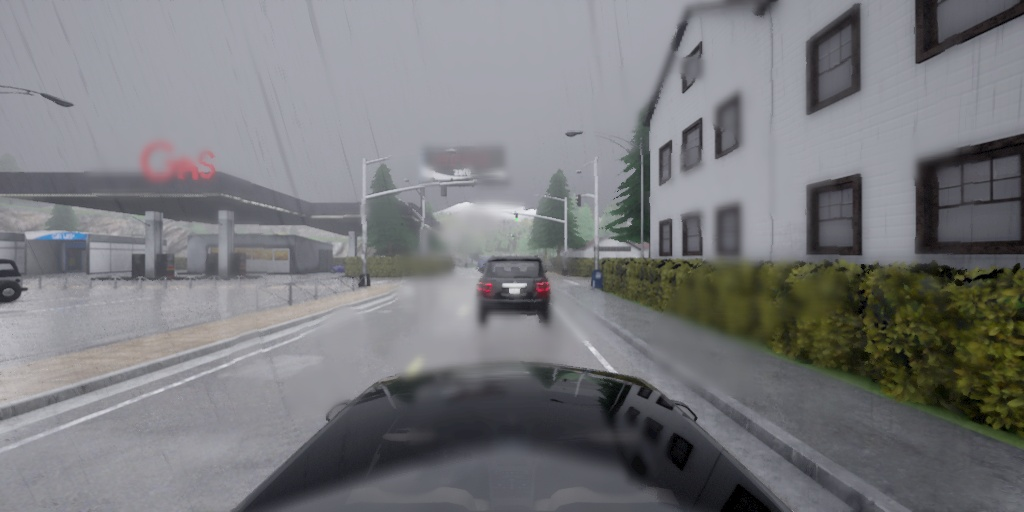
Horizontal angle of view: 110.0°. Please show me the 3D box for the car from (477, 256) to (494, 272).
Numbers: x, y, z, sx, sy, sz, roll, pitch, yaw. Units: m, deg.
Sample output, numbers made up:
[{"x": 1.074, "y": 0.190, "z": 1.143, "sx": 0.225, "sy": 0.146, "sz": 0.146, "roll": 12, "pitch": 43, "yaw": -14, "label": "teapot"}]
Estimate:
[{"x": -3.772, "y": 1.111, "z": 51.775, "sx": 2.150, "sy": 2.045, "sz": 5.566, "roll": -1, "pitch": 0, "yaw": -1, "label": "car"}]

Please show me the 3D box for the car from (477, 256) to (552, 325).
[{"x": 0.079, "y": 1.002, "z": 12.133, "sx": 2.150, "sy": 2.045, "sz": 5.566, "roll": 0, "pitch": 0, "yaw": 0, "label": "car"}]
